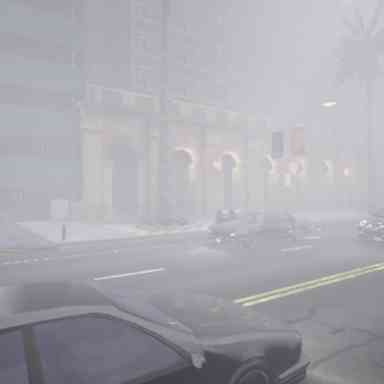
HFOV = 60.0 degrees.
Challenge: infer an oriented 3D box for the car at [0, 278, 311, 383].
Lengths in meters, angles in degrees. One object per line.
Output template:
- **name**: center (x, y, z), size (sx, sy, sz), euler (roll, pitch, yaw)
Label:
- **car**: center (-1.318, 1.548, 2.809), size (5.357, 1.411, 2.033), euler (0, 0, -36)

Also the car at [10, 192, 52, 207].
- **car**: center (-14.716, 1.032, 28.154), size (5.566, 2.045, 2.435), euler (0, 0, -35)

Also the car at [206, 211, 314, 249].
- **car**: center (3.222, 1.554, 14.891), size (5.357, 1.411, 2.033), euler (0, 0, -36)

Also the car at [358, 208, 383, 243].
- **car**: center (9.522, 1.361, 15.086), size (4.553, 1.767, 2.097), euler (0, 0, -35)
